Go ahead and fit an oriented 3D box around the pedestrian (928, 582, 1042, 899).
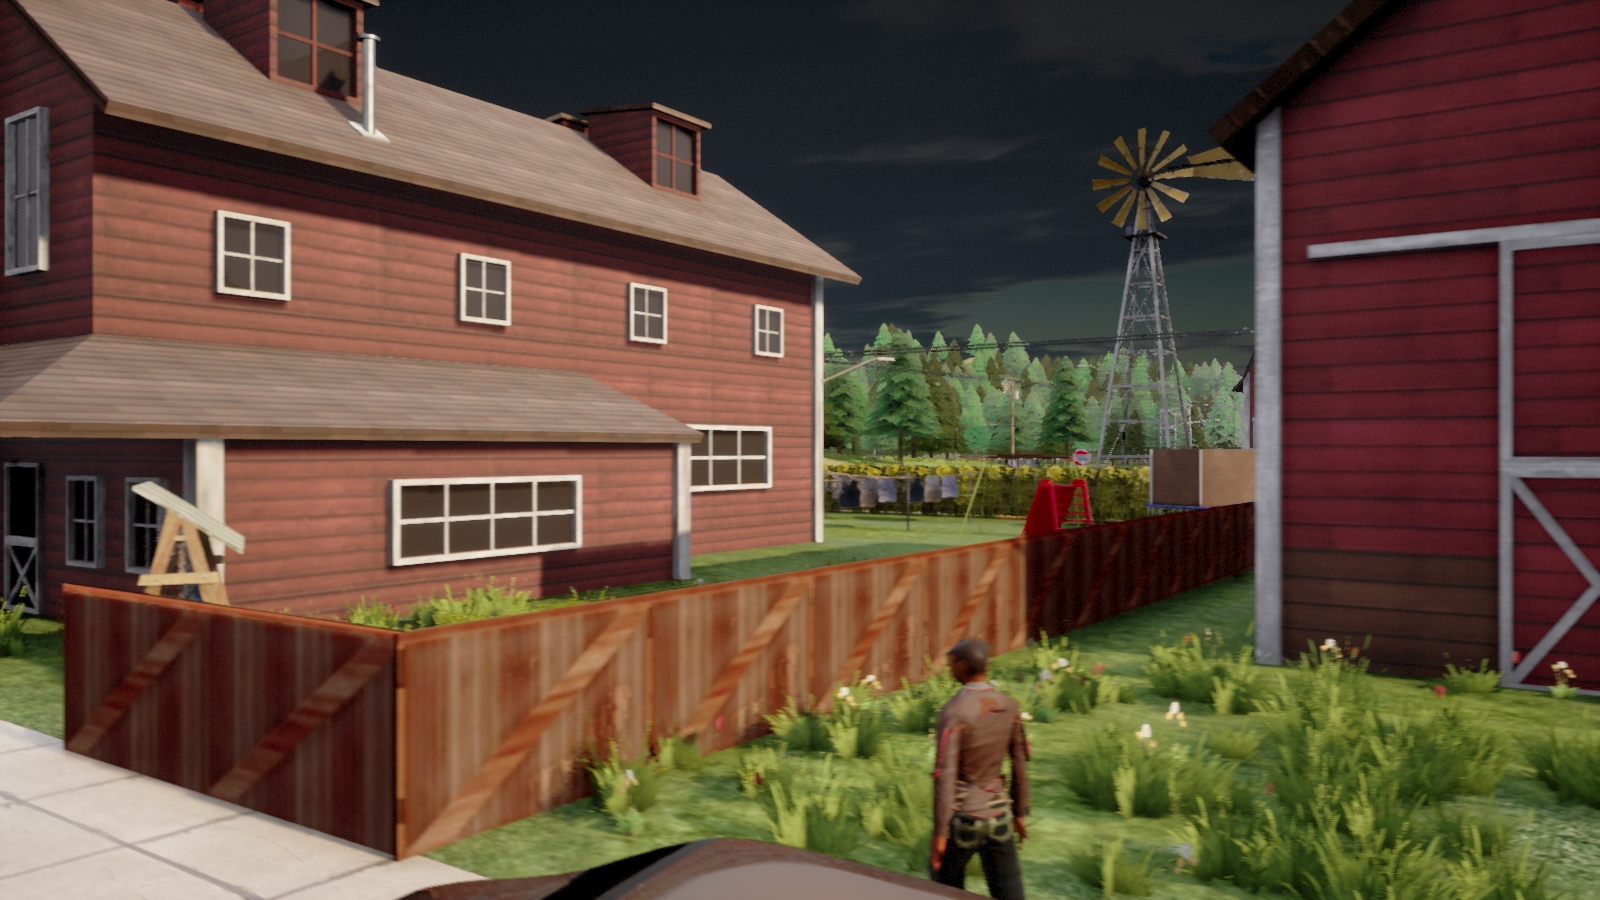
[{"bbox_3d":[0.830,1.555,5.166,0.375,1.860,0.375,0,0,-19],"label":"pedestrian"}]
